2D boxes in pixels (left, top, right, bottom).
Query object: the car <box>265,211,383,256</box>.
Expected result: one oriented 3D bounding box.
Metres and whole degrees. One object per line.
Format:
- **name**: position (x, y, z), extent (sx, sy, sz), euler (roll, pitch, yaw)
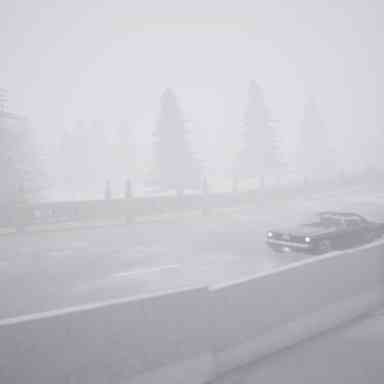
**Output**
- **car**: position (4.746, 1.401, 11.676), extent (4.718, 1.301, 1.895), euler (-3, 2, -35)
